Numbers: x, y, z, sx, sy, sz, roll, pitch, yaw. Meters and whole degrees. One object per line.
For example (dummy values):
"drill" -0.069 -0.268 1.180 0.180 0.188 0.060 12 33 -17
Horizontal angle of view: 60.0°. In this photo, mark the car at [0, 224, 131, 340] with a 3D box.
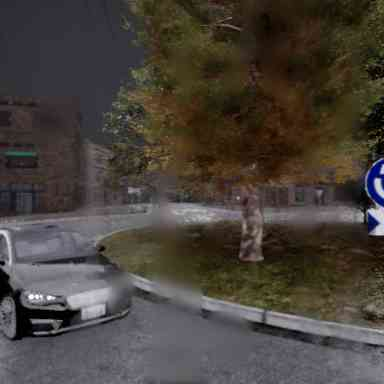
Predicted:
"car" -3.029 1.464 6.695 2.128 1.511 4.902 1 0 -41
